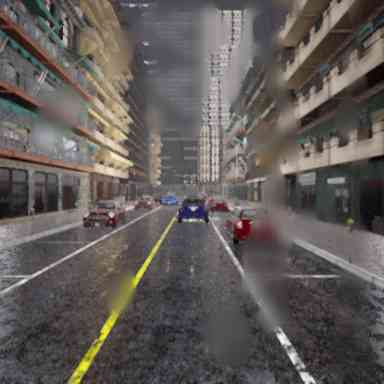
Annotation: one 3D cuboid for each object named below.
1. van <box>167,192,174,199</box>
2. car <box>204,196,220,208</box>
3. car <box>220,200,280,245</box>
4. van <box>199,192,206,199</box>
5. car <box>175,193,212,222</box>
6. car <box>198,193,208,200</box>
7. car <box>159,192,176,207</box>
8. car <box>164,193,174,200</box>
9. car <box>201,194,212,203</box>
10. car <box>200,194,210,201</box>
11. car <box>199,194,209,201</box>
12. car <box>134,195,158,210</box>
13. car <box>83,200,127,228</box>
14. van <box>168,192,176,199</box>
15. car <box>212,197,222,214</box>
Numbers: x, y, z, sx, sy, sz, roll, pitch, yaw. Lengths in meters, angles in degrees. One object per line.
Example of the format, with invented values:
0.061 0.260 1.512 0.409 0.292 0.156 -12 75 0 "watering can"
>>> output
-5.349 0.835 83.274 1.690 1.788 3.998 0 0 0 "van"
2.550 1.283 43.457 1.802 1.307 4.206 0 0 0 "car"
2.565 1.329 15.008 1.967 1.590 4.097 0 0 0 "car"
2.532 0.835 83.283 1.690 1.788 3.998 0 0 0 "van"
0.089 1.175 24.458 2.097 1.767 4.553 0 0 0 "car"
2.534 0.959 77.593 1.967 1.590 4.097 0 0 0 "car"
-2.858 1.172 44.525 1.882 1.535 5.008 0 1 0 "car"
-5.346 0.959 77.584 1.967 1.590 4.097 0 0 0 "car"
2.542 1.127 60.696 1.752 1.417 4.829 0 0 0 "car"
2.539 1.117 66.214 1.887 1.381 4.507 0 0 0 "car"
2.536 1.089 71.904 1.887 1.381 4.507 0 0 0 "car"
-5.326 1.177 37.756 1.967 1.590 4.097 0 0 0 "car"
-5.318 1.290 20.686 1.967 1.590 4.097 0 0 0 "car"
-5.351 0.812 88.963 1.690 1.788 3.998 0 0 0 "van"
2.555 1.355 32.079 1.802 1.307 4.206 0 0 0 "car"
